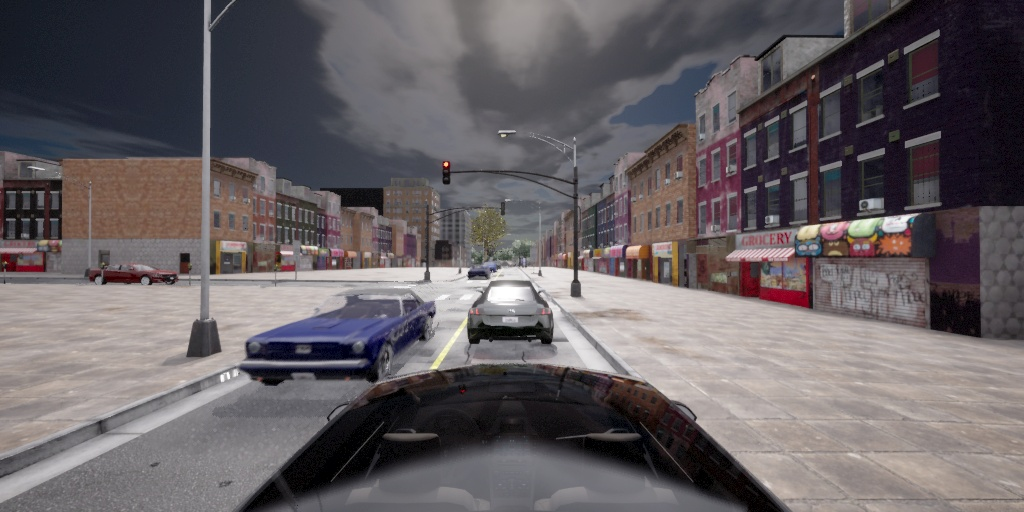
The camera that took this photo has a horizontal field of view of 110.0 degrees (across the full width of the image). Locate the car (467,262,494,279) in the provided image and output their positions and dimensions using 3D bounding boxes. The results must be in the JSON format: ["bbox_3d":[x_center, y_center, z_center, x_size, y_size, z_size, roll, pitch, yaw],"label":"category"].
[{"bbox_3d":[-3.023,1.501,33.429,1.895,1.301,4.718,0,-1,0],"label":"car"}]

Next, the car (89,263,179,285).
[{"bbox_3d":[-23.352,1.118,22.232,4.507,1.381,1.888,0,0,0],"label":"car"}]

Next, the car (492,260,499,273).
[{"bbox_3d":[-3.108,1.520,48.941,1.882,1.535,5.008,0,-1,0],"label":"car"}]

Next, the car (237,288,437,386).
[{"bbox_3d":[-2.877,1.356,7.133,1.895,1.301,4.718,0,0,0],"label":"car"}]

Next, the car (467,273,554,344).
[{"bbox_3d":[-0.036,1.325,9.612,1.994,1.385,4.181,0,0,0],"label":"car"}]
